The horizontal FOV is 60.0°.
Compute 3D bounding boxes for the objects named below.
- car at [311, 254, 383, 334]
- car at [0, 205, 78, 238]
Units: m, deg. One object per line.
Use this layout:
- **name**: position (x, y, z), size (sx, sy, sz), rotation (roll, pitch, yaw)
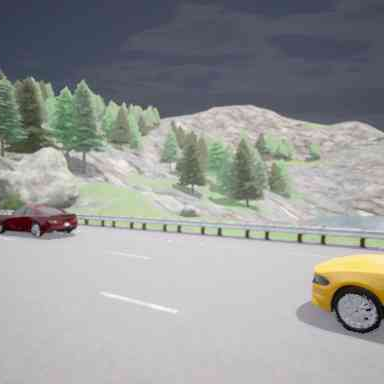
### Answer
- **car**: position (4.429, 1.464, 5.029), size (5.008, 1.535, 1.882), rotation (0, 0, 36)
- **car**: position (-8.181, 1.418, 17.337), size (5.008, 1.535, 1.882), rotation (0, 0, 30)
